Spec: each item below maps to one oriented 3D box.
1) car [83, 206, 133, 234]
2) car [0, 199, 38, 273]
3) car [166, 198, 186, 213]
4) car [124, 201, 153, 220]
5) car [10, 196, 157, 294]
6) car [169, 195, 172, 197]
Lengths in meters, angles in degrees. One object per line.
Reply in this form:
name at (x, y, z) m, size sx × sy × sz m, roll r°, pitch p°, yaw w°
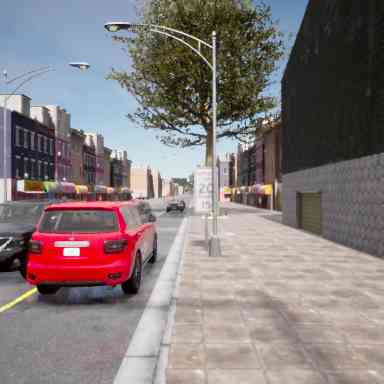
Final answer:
car at (-5.013, 1.644, 20.429) m, size 1.994 × 1.385 × 4.181 m, roll 0°, pitch 0°, yaw 1°
car at (-5.105, 1.266, 10.532) m, size 2.150 × 2.045 × 5.566 m, roll 0°, pitch 0°, yaw 0°
car at (-1.969, 1.658, 39.312) m, size 1.812 × 1.442 × 4.674 m, roll 0°, pitch 0°, yaw 1°
car at (-4.921, 1.622, 31.189) m, size 1.837 × 1.490 × 4.892 m, roll 0°, pitch 0°, yaw 1°
car at (-2.265, 1.243, 8.999) m, size 2.150 × 2.045 × 5.566 m, roll 0°, pitch 0°, yaw 0°
car at (-1.933, 1.661, 49.602) m, size 2.128 × 1.511 × 4.902 m, roll 0°, pitch 0°, yaw 1°
